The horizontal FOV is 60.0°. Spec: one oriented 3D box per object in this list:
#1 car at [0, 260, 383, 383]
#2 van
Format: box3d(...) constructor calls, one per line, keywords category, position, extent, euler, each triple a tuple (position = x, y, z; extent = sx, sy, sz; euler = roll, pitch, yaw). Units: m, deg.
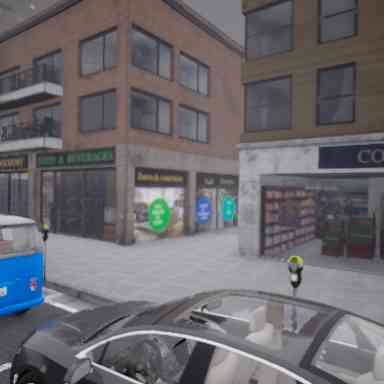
box3d(category="car", position=(0.222, 1.532, 2.697), extent=(4.403, 1.369, 2.008), euler=(1, 1, 36))
box3d(category="van", position=(-4.369, 1.233, 6.017), extent=(3.998, 1.788, 1.690), euler=(1, 1, 36))
